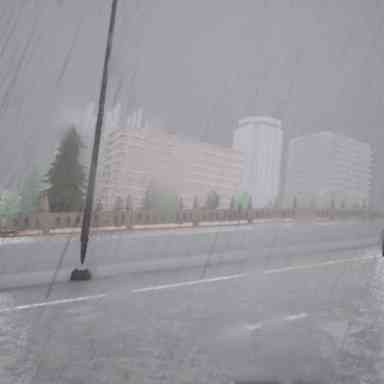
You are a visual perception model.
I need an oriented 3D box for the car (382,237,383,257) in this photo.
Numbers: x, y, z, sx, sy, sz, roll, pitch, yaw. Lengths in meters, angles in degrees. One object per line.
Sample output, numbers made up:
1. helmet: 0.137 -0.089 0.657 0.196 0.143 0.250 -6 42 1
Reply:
1. car: 9.278 1.656 12.440 4.553 1.767 2.097 0 -2 -29
